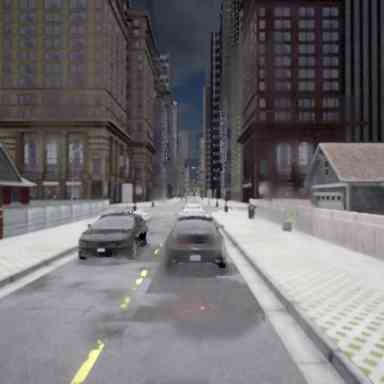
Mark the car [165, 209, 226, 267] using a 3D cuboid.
[{"bbox_3d":[0.107,1.578,11.629,1.837,1.490,4.892,0,0,0],"label":"car"}]

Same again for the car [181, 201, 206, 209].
[{"bbox_3d":[0.125,1.701,27.189,1.812,1.442,4.674,0,0,0],"label":"car"}]

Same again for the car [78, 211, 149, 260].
[{"bbox_3d":[-2.836,1.557,12.900,1.882,1.535,5.008,0,0,0],"label":"car"}]
